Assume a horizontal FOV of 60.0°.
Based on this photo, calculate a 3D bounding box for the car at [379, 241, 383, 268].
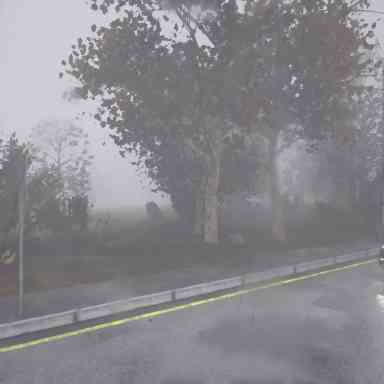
[{"bbox_3d":[7.306,1.495,9.647,4.902,1.511,2.128,0,0,-36],"label":"car"}]
